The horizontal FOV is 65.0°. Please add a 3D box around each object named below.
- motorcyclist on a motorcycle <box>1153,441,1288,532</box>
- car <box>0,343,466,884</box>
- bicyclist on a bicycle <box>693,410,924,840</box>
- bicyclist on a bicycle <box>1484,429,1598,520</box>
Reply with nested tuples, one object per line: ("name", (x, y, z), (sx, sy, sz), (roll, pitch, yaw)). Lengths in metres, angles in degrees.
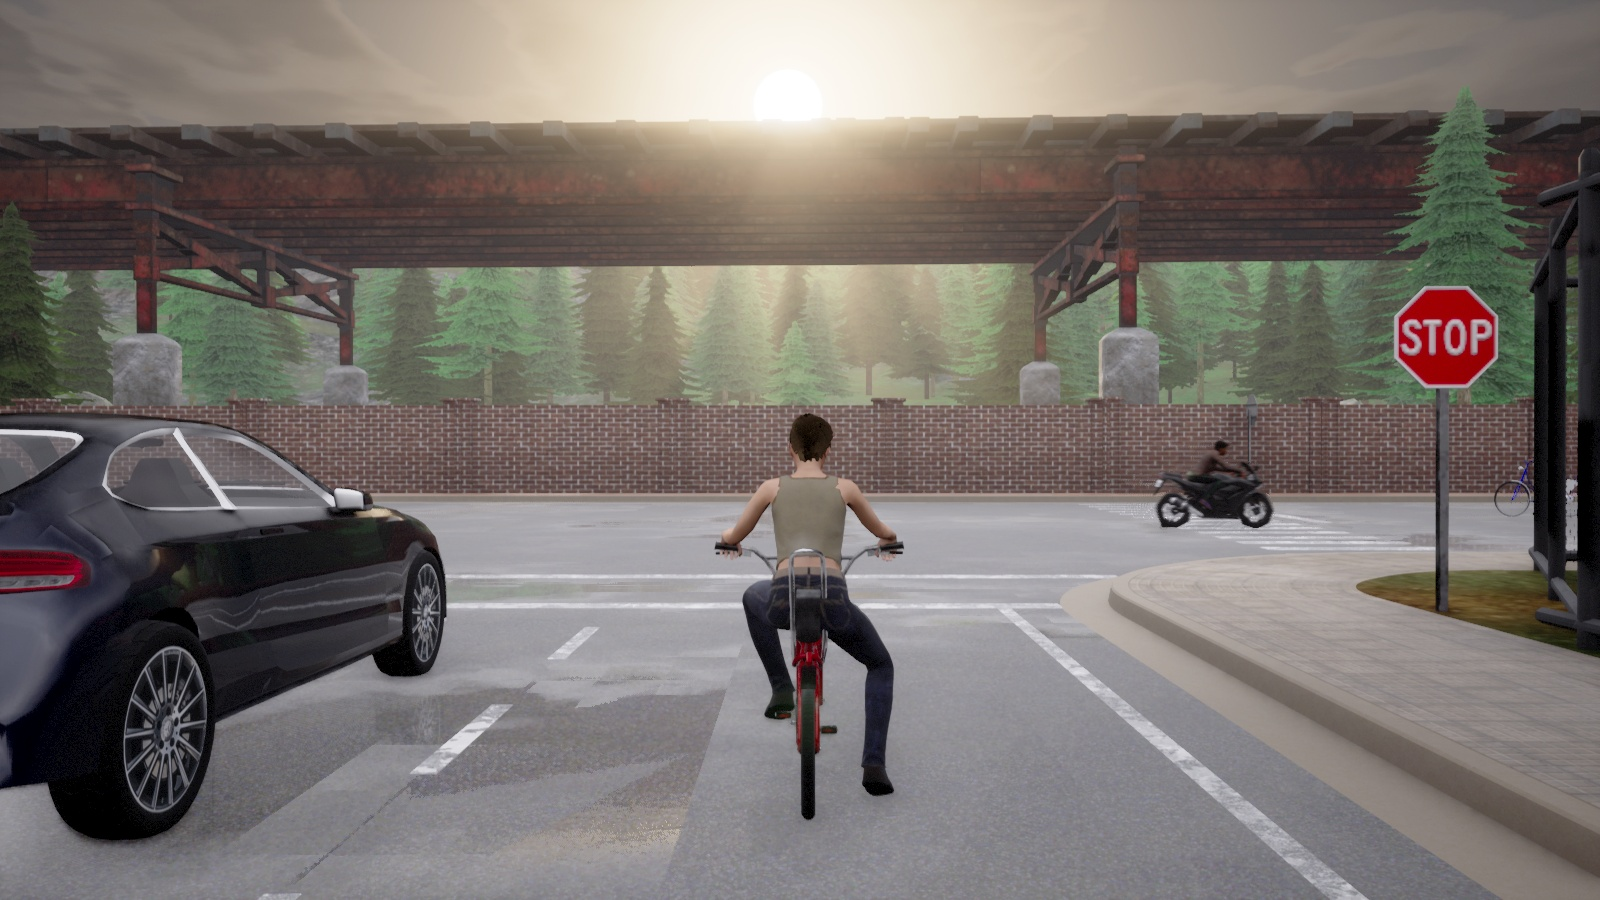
("motorcyclist on a motorcycle", (7.181, 0.606, 21.527), (2.044, 1.523, 0.797), (0, 0, 1))
("car", (-3.448, 0.485, 6.352), (2.152, 1.651, 5.027), (0, 0, 0))
("bicyclist on a bicycle", (0.039, 0.650, 5.464), (0.866, 1.612, 1.509), (0, 0, 1))
("bicyclist on a bicycle", (14.672, 0.481, 24.896), (1.843, 1.776, 0.659), (0, 0, 1))
